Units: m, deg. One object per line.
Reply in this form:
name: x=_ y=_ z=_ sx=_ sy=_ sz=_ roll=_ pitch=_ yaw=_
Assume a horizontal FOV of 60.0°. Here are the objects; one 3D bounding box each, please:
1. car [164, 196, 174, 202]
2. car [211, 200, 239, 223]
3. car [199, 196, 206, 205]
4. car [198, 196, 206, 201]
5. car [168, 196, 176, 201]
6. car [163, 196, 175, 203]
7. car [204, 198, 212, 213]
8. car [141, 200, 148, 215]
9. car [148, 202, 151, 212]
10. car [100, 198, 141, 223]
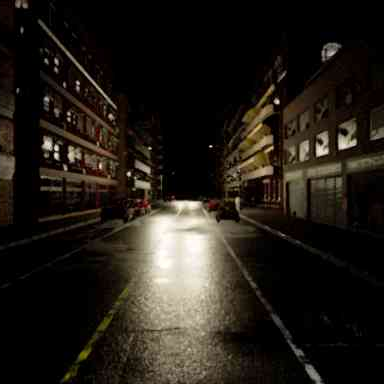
car: x=-5.679 y=1.723 z=82.530 sx=2.008 sy=1.369 sz=4.403 roll=0 pitch=0 yaw=0
car: x=2.695 y=1.583 z=26.332 sx=1.752 sy=1.417 sz=4.829 roll=0 pitch=0 yaw=0
car: x=2.699 y=1.679 z=59.979 sx=2.008 sy=1.369 sz=4.403 roll=0 pitch=0 yaw=0
car: x=2.703 y=1.750 z=88.161 sx=1.947 sy=1.339 sz=4.313 roll=0 pitch=0 yaw=0
car: x=-5.677 y=1.739 z=93.802 sx=1.887 sy=1.381 sz=4.507 roll=0 pitch=0 yaw=0
car: x=-5.679 y=1.712 z=76.893 sx=2.008 sy=1.369 sz=4.403 roll=0 pitch=0 yaw=0
car: x=2.696 y=1.626 z=37.435 sx=1.887 sy=1.381 sz=4.507 roll=0 pitch=0 yaw=0
car: x=-5.685 y=1.510 z=31.803 sx=1.967 sy=1.590 sz=4.097 roll=0 pitch=0 yaw=0
car: x=-5.684 y=1.626 z=37.440 sx=1.887 sy=1.381 sz=4.507 roll=0 pitch=0 yaw=0
car: x=-5.685 y=1.373 z=26.168 sx=2.192 sy=1.841 sz=5.009 roll=0 pitch=0 yaw=0
